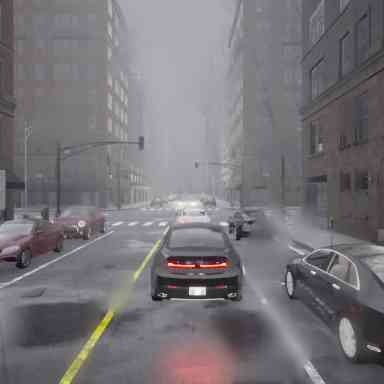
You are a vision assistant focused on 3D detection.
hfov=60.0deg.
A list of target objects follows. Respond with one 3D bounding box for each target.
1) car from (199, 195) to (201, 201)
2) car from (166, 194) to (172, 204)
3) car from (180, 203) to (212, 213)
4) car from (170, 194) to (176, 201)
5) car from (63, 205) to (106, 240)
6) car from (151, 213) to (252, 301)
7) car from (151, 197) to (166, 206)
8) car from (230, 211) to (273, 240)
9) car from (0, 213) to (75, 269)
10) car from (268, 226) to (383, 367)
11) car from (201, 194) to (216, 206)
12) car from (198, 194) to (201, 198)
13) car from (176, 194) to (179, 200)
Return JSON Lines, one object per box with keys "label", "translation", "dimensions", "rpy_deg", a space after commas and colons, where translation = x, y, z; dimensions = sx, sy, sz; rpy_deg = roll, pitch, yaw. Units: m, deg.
{"label": "car", "translation": [2.913, 1.606, 64.544], "dimensions": [2.008, 1.369, 4.403], "rpy_deg": [0, 0, 0]}
{"label": "car", "translation": [-5.612, 1.606, 64.557], "dimensions": [2.008, 1.369, 4.403], "rpy_deg": [0, 0, 0]}
{"label": "car", "translation": [0.083, 1.526, 17.449], "dimensions": [1.812, 1.442, 4.674], "rpy_deg": [0, 0, -1]}
{"label": "car", "translation": [-5.582, 1.625, 80.613], "dimensions": [1.752, 1.417, 4.829], "rpy_deg": [0, 0, 0]}
{"label": "car", "translation": [-5.669, 1.440, 16.637], "dimensions": [1.967, 1.590, 4.097], "rpy_deg": [0, 0, 0]}
{"label": "car", "translation": [0.098, 1.505, 8.301], "dimensions": [1.837, 1.490, 4.892], "rpy_deg": [0, 0, 0]}
{"label": "car", "translation": [-5.632, 1.617, 53.740], "dimensions": [1.802, 1.307, 4.206], "rpy_deg": [0, 0, 0]}
{"label": "car", "translation": [2.856, 1.566, 16.636], "dimensions": [1.947, 1.339, 4.313], "rpy_deg": [0, 0, 0]}
{"label": "car", "translation": [-5.670, 1.582, 11.136], "dimensions": [1.802, 1.307, 4.206], "rpy_deg": [0, 0, 0]}
{"label": "car", "translation": [2.856, 1.550, 5.634], "dimensions": [2.008, 1.369, 4.403], "rpy_deg": [0, 0, 0]}
{"label": "car", "translation": [2.892, 1.475, 53.727], "dimensions": [1.967, 1.590, 4.097], "rpy_deg": [0, 0, 0]}
{"label": "car", "translation": [2.932, 1.523, 75.362], "dimensions": [1.967, 1.590, 4.097], "rpy_deg": [0, 0, 0]}
{"label": "car", "translation": [-5.563, 1.456, 91.600], "dimensions": [2.192, 1.841, 5.009], "rpy_deg": [0, 0, 0]}
